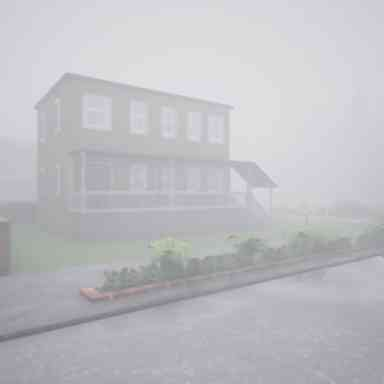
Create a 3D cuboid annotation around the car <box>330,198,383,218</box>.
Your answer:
[{"bbox_3d":[15.013,1.391,30.431,2.097,1.767,4.553,0,0,-35],"label":"car"}]
